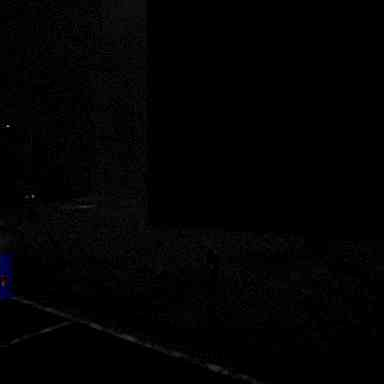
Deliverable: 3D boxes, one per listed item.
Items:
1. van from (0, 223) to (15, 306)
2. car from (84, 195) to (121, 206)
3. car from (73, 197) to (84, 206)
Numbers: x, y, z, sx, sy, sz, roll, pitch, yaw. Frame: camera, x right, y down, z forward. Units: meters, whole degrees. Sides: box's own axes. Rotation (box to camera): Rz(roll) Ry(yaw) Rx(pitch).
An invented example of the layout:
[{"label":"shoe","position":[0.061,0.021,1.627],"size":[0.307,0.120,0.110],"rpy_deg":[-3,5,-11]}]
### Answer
[{"label":"van","position":[-5.231,1.396,6.683],"size":[3.998,1.788,1.690],"rpy_deg":[0,0,35]},{"label":"car","position":[-12.364,1.273,47.009],"size":[1.895,1.301,4.718],"rpy_deg":[0,1,35]},{"label":"car","position":[-15.003,1.166,48.897],"size":[1.882,1.535,5.008],"rpy_deg":[0,1,35]}]
